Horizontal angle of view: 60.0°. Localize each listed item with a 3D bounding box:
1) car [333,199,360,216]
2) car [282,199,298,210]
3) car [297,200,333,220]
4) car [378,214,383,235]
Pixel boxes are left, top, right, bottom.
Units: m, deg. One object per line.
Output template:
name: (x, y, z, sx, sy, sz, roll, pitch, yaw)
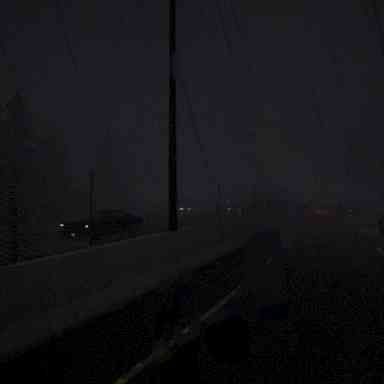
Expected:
car: (14.687, 1.454, 32.099, 2.128, 1.511, 4.902, 0, 0, 11)
car: (12.533, 1.524, 41.509, 1.994, 1.385, 4.181, 0, 0, 6)
car: (10.161, 1.449, 27.775, 1.882, 1.535, 5.008, 0, 0, 14)
car: (10.105, 1.504, 15.607, 1.812, 1.442, 4.674, 0, 0, 20)
